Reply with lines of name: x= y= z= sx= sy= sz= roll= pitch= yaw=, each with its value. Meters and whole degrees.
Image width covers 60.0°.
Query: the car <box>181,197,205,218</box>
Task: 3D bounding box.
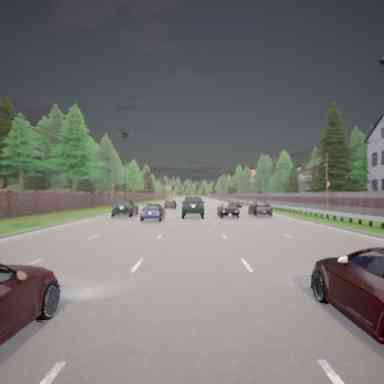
car: x=0.105 y=1.499 z=33.638 sx=2.150 sy=2.045 sz=5.566 roll=0 pitch=-1 yaw=0

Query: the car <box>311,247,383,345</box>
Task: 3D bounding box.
car: x=3.601 y=1.612 z=5.654 sx=1.994 sy=1.385 sz=4.181 roll=0 pitch=0 yaw=0

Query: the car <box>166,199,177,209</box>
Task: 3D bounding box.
car: x=-3.407 y=1.930 z=53.030 sx=2.128 sy=1.511 sz=4.902 roll=0 pitch=-1 yaw=0

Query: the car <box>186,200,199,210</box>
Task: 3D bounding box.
car: x=0.095 y=1.986 z=52.965 sx=2.033 sy=1.411 sz=5.357 roll=0 pitch=0 yaw=0

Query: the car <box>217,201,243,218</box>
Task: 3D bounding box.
car: x=3.604 y=1.880 z=33.745 sx=1.895 sy=1.301 sz=4.718 roll=0 pitch=0 yaw=0

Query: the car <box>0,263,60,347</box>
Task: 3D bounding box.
car: x=-3.413 y=1.563 z=4.405 sx=1.812 sy=1.442 sz=4.674 roll=0 pitch=0 yaw=0

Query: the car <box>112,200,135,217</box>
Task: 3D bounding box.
car: x=-6.897 y=1.640 z=34.745 sx=2.097 sy=1.767 sz=4.553 roll=0 pitch=0 yaw=0

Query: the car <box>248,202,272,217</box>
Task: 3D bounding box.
car: x=7.104 y=1.781 z=34.969 sx=2.128 sy=1.511 sz=4.902 roll=0 pitch=0 yaw=0

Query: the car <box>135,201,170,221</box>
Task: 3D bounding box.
car: x=-3.397 y=1.792 z=29.471 sx=2.033 sy=1.411 sz=5.357 roll=0 pitch=0 yaw=0
